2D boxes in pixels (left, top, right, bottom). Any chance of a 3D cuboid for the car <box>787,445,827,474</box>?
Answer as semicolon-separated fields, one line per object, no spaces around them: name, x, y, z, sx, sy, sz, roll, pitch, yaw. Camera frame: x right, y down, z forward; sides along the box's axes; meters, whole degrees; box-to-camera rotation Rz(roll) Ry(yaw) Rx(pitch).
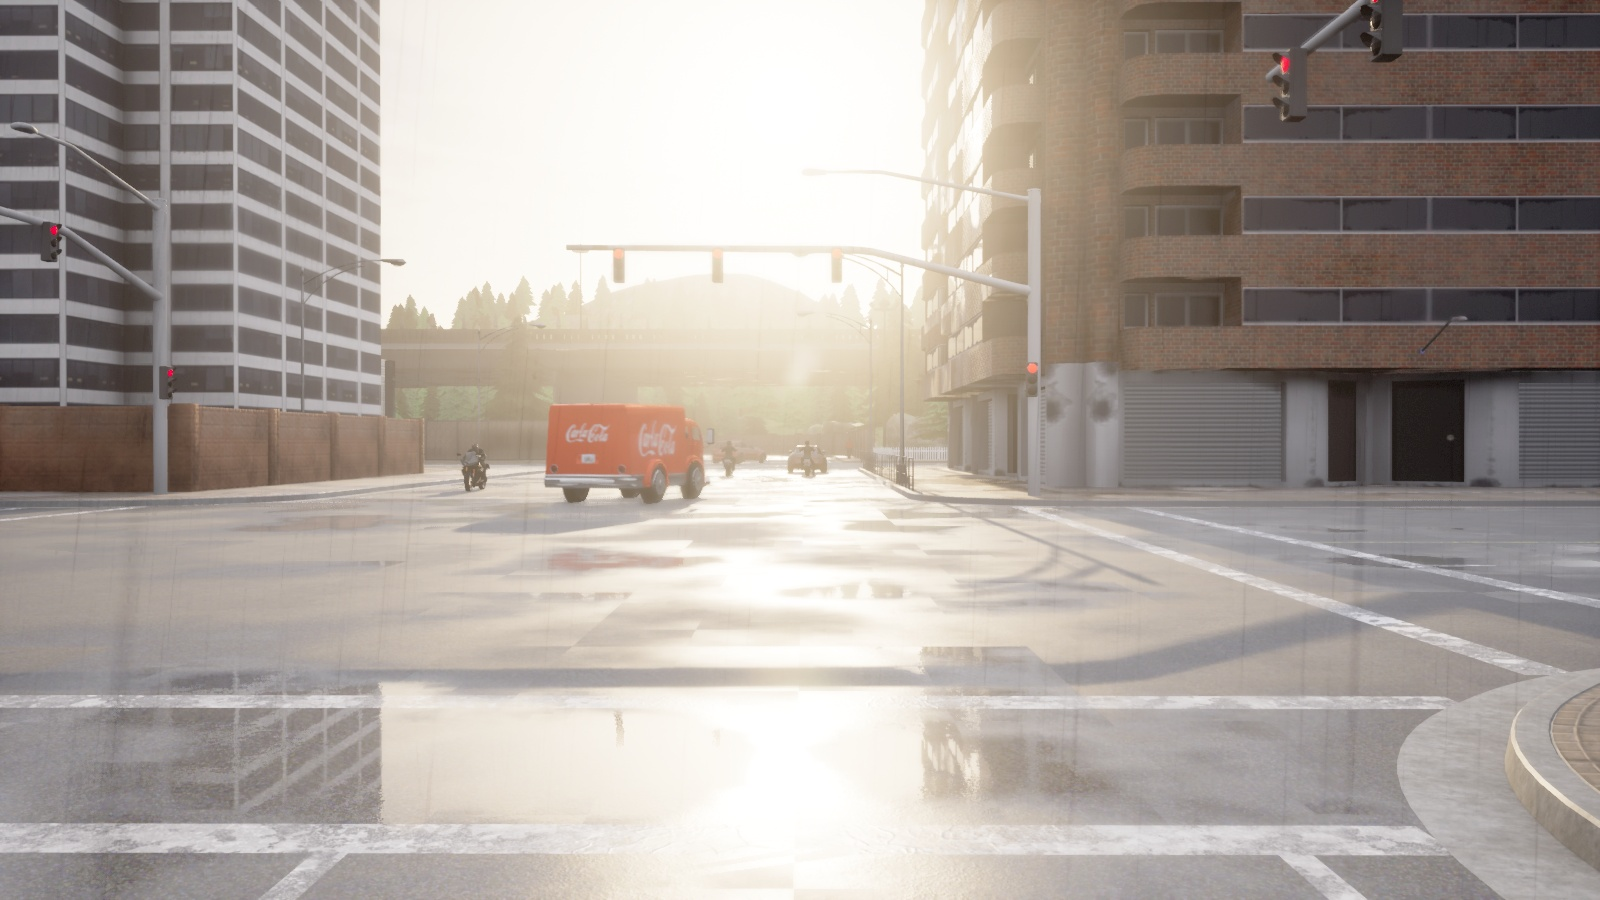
car;0.367;0.450;63.841;1.994;1.385;4.181;0;0;0

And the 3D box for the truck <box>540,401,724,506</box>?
truck;-4.195;0.073;32.418;2.627;2.467;5.204;0;0;19

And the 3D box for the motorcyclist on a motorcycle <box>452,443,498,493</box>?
motorcyclist on a motorcycle;-10.265;0.549;39.709;0.866;1.530;2.191;0;0;0

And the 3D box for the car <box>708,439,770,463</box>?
car;-4.219;0.059;88.282;2.242;1.667;4.611;0;0;29

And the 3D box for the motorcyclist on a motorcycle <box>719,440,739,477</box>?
motorcyclist on a motorcycle;-3.173;0.375;56.549;0.766;1.649;2.350;0;0;0
